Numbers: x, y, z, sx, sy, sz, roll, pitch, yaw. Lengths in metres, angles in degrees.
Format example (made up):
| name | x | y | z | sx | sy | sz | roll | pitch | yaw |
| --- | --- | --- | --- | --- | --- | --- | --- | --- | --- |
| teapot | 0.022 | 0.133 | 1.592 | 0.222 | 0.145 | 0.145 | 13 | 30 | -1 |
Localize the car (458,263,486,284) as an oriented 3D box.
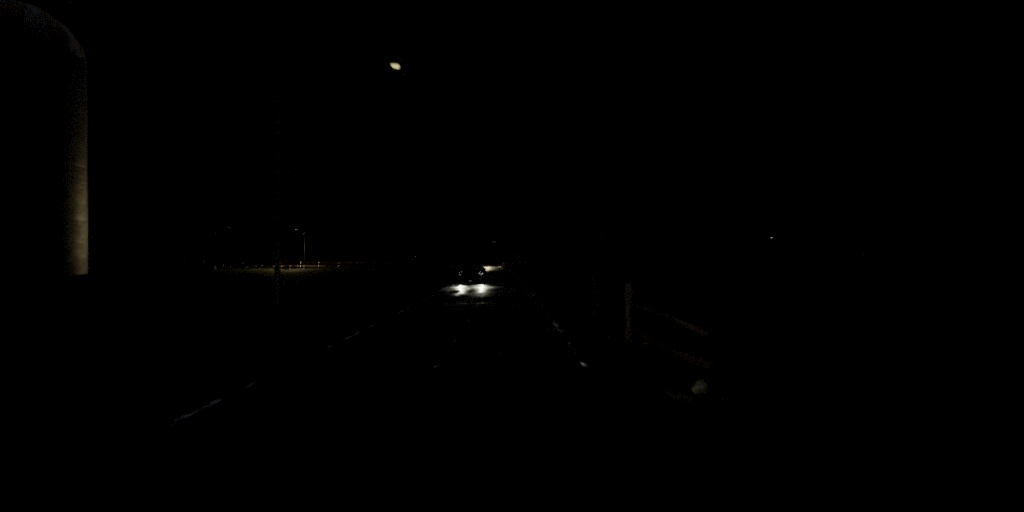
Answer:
| name | x | y | z | sx | sy | sz | roll | pitch | yaw |
| --- | --- | --- | --- | --- | --- | --- | --- | --- | --- |
| car | -3.266 | 1.368 | 29.827 | 2.097 | 1.767 | 4.553 | 0 | -1 | -2 |
